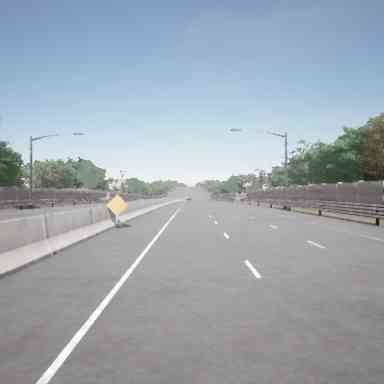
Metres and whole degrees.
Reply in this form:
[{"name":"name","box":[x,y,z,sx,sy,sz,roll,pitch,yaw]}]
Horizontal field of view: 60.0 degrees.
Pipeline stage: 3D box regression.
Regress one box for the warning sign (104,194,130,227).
[{"name":"warning sign","box":[-4.533,1.105,20.141,1.300,1.860,1.060,1,1,0]}]
